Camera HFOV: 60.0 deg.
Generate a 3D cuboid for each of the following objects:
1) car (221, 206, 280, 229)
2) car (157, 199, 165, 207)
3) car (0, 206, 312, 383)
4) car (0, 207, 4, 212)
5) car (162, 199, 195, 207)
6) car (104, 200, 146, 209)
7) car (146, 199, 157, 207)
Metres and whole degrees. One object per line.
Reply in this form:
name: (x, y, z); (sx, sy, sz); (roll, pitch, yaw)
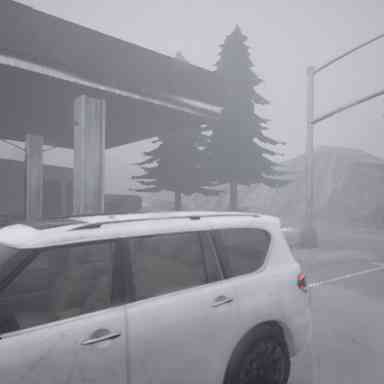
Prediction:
car: (4.265, 1.816, 24.911); (1.994, 1.385, 4.181); (1, 0, -35)
car: (-4.135, 1.664, 43.263); (1.837, 1.490, 4.892); (1, 0, -35)
car: (-1.160, 1.266, 3.246); (5.566, 2.045, 2.150); (0, -2, -36)
car: (-11.584, 1.521, 18.528); (2.242, 1.667, 4.611); (1, 0, -36)
car: (-0.649, 1.720, 31.911); (1.812, 1.442, 4.674); (1, 0, -35)
car: (-4.453, 1.446, 18.318); (1.905, 1.878, 3.866); (1, 0, -36)
car: (-6.512, 1.652, 40.240); (1.812, 1.442, 4.674); (1, 0, -35)
